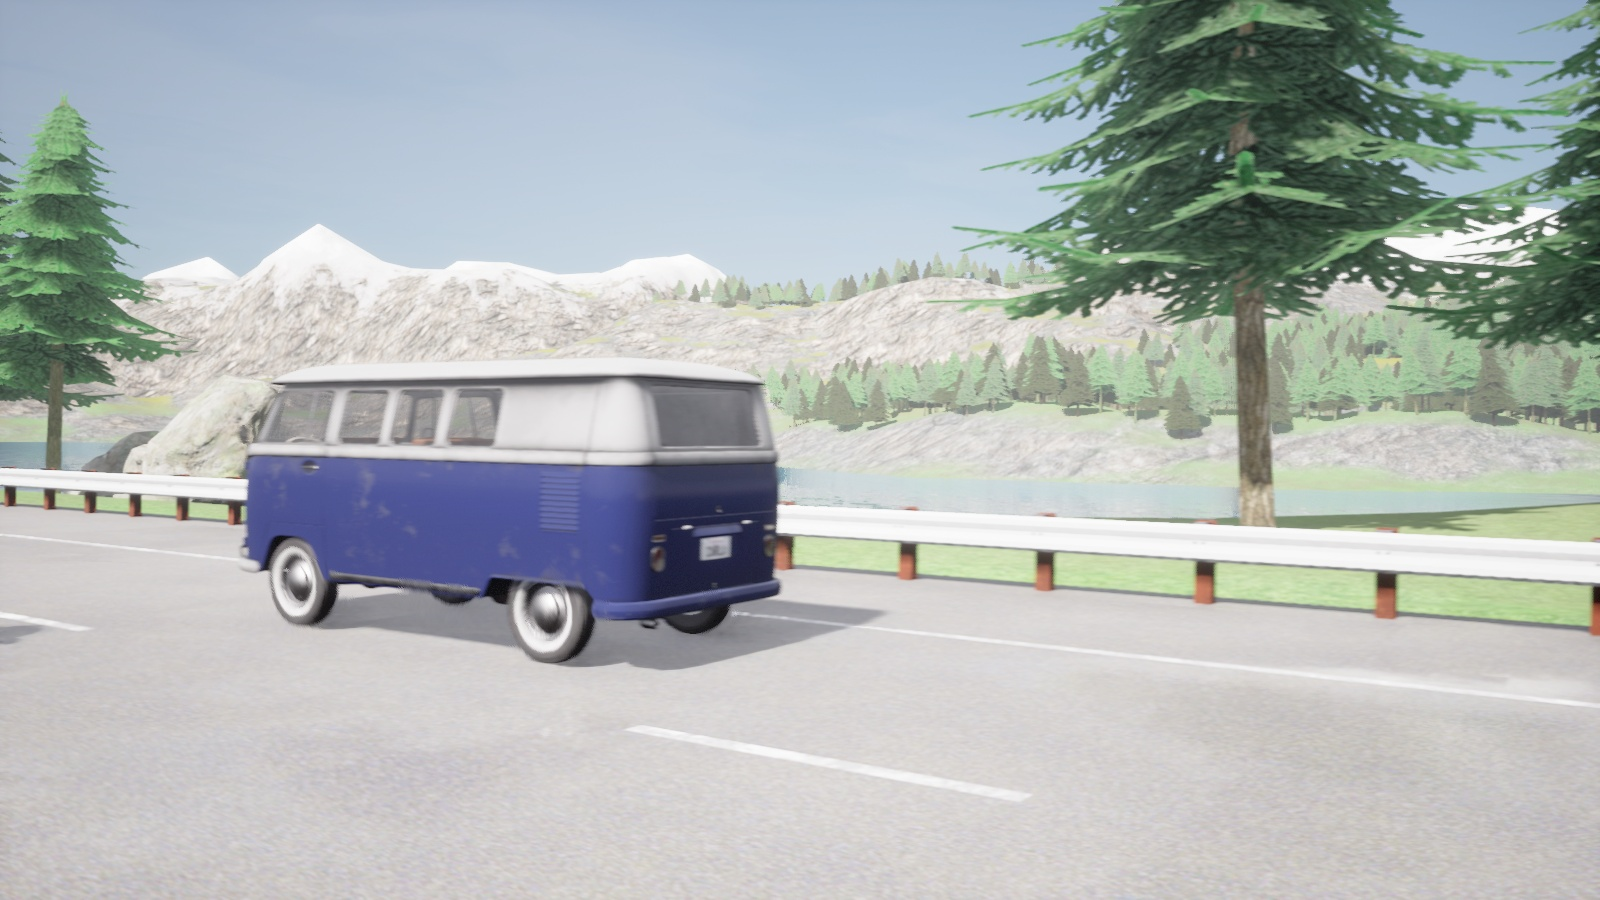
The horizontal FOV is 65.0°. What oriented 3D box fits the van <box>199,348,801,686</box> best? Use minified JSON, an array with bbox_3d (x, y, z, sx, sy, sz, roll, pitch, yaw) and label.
[{"bbox_3d":[-2.341,0.378,9.342,4.442,1.987,1.775,0,1,33],"label":"van"}]
